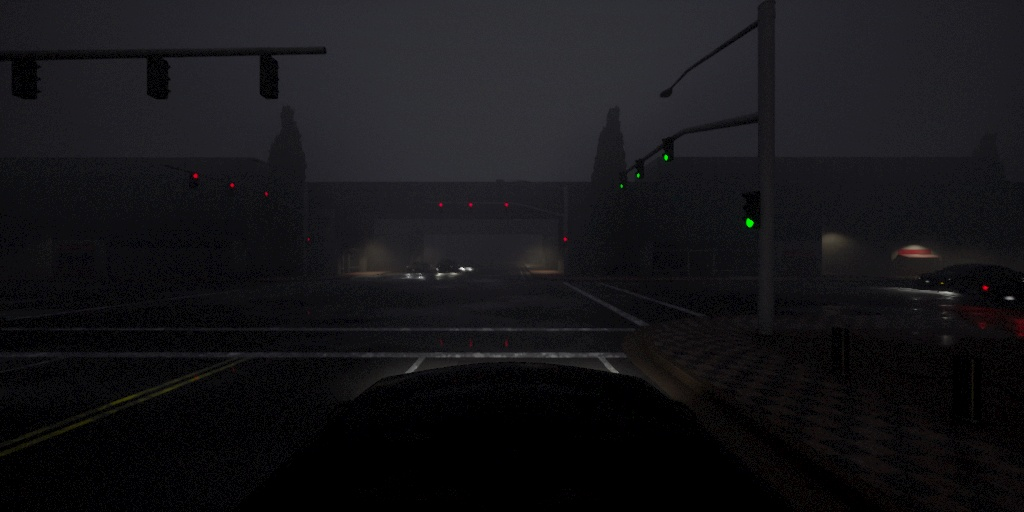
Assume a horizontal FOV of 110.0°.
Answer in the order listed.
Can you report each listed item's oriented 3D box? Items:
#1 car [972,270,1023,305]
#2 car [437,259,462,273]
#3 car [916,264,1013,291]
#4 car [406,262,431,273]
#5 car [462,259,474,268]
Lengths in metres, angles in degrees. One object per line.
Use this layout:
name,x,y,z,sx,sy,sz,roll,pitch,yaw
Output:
car,21.479,1.341,13.881,4.718,1.301,1.895,0,0,0
car,-7.715,1.195,43.819,1.882,1.535,5.008,0,0,1
car,26.717,1.239,20.960,4.892,1.490,1.837,0,0,0
car,-11.222,1.318,43.111,1.895,1.301,4.718,0,0,0
car,-7.575,1.196,61.473,2.128,1.511,4.902,0,0,1
